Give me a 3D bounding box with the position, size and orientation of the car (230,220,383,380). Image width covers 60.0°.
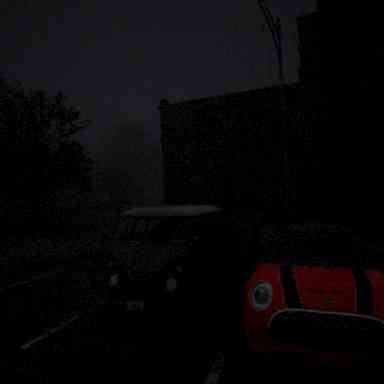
[{"bbox_3d":[2.162,1.376,5.925,2.185,1.767,4.553,0,-1,16],"label":"car"}]

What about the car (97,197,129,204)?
[{"bbox_3d":[-9.383,1.296,39.976,1.882,1.535,5.008,-3,2,22],"label":"car"}]

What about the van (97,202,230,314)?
[{"bbox_3d":[-0.316,1.291,7.520,1.878,1.987,4.442,-1,-1,16],"label":"van"}]
